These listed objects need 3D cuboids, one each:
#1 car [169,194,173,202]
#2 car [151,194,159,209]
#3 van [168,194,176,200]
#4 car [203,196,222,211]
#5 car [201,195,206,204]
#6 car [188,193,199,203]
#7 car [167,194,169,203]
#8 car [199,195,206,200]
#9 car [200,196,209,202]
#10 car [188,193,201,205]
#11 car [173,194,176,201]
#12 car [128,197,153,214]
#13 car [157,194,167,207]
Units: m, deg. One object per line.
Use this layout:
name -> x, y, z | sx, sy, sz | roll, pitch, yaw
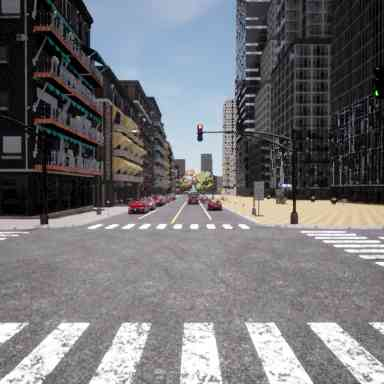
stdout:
car -> -5.552, 1.584, 69.294 | 1.802, 1.307, 4.206 | -1, 0, 0
car -> -5.615, 1.436, 41.049 | 1.967, 1.590, 4.097 | -1, 0, 0
van -> -5.507, 1.351, 91.889 | 1.690, 1.788, 3.998 | -1, 0, 0
car -> 2.734, 1.541, 41.089 | 1.887, 1.381, 4.507 | -1, 0, 0
car -> 2.783, 1.551, 63.685 | 2.008, 1.369, 4.403 | -1, 0, 0
car -> 0.264, 1.223, 70.034 | 2.150, 2.045, 5.566 | 0, 0, 0
car -> -5.578, 1.439, 57.996 | 1.967, 1.590, 4.097 | -1, 0, 0
car -> 2.843, 1.535, 92.100 | 1.752, 1.417, 4.829 | -1, 0, 0
car -> 2.807, 1.548, 74.983 | 1.887, 1.381, 4.507 | -1, 0, 0
car -> 0.229, 1.477, 59.769 | 1.882, 1.535, 5.008 | 0, 0, 0
car -> -5.520, 1.322, 86.241 | 2.192, 1.841, 5.009 | -1, 0, 0
car -> -5.625, 1.540, 35.401 | 1.887, 1.381, 4.507 | -1, 0, 0
car -> -5.592, 1.312, 52.348 | 2.192, 1.841, 5.009 | -1, 0, 0
